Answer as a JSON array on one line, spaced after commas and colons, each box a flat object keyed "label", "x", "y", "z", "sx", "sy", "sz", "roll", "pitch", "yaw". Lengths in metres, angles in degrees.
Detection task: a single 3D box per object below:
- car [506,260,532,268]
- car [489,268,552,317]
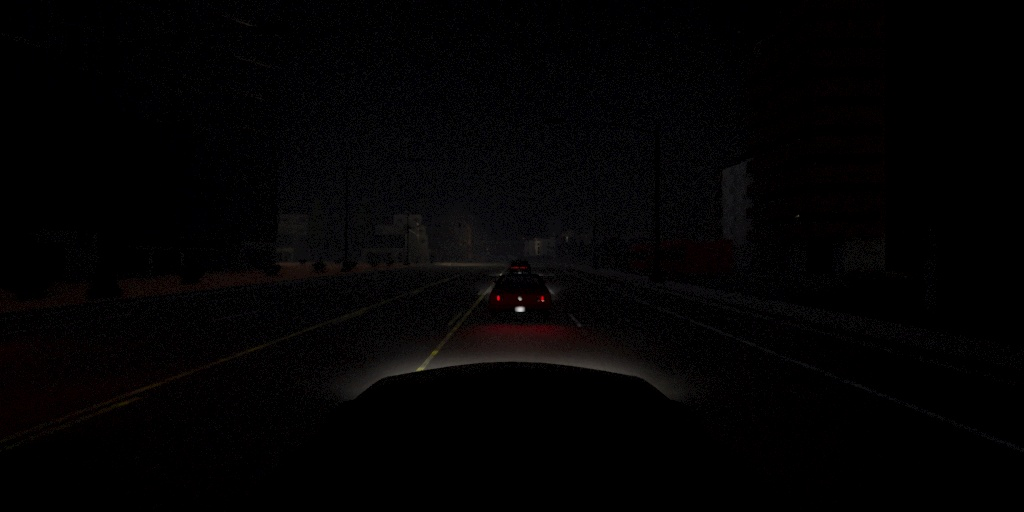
[{"label": "car", "x": 0.606, "y": 1.048, "z": 29.465, "sx": 1.837, "sy": 1.490, "sz": 4.892, "roll": 0, "pitch": 0, "yaw": 1}, {"label": "car", "x": 0.288, "y": 1.268, "z": 12.793, "sx": 1.895, "sy": 1.301, "sz": 4.718, "roll": 0, "pitch": 0, "yaw": 1}]
